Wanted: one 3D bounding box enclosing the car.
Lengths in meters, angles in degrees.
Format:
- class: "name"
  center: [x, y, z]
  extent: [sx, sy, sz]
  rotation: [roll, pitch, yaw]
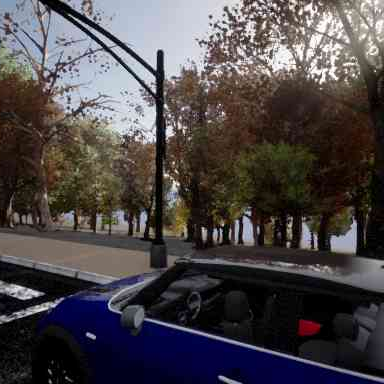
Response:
- class: "car"
  center: [0.409, 1.352, 3.364]
  extent: [4.553, 1.767, 2.097]
  rotation: [0, 0, 34]
